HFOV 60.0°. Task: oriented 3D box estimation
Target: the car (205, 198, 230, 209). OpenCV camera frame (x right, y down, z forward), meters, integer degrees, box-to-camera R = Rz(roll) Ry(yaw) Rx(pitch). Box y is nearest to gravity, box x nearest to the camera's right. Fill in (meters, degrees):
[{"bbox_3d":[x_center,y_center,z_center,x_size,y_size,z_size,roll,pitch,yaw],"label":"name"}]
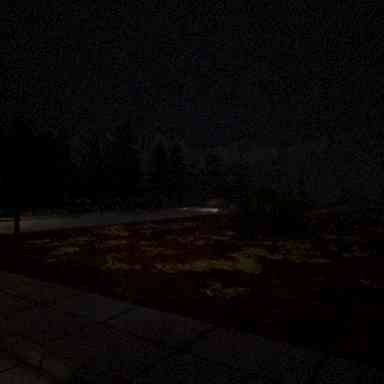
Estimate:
[{"bbox_3d":[3.993,1.785,51.881,1.882,1.535,5.008,-1,-1,37],"label":"car"}]
